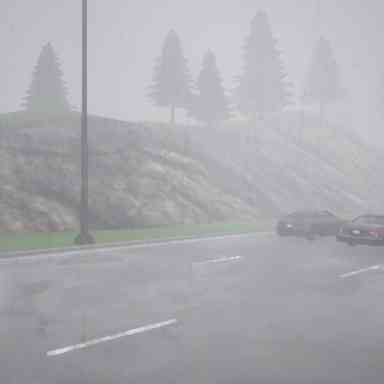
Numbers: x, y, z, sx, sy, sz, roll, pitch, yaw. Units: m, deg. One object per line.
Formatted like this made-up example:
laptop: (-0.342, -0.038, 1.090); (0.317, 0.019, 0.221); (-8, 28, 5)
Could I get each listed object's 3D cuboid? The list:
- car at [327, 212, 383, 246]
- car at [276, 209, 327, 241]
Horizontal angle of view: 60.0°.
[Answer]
car: (8.269, 1.562, 14.066); (5.357, 1.411, 2.033); (0, 0, -35)
car: (6.236, 1.572, 16.916); (4.181, 1.385, 1.994); (0, 0, -35)
